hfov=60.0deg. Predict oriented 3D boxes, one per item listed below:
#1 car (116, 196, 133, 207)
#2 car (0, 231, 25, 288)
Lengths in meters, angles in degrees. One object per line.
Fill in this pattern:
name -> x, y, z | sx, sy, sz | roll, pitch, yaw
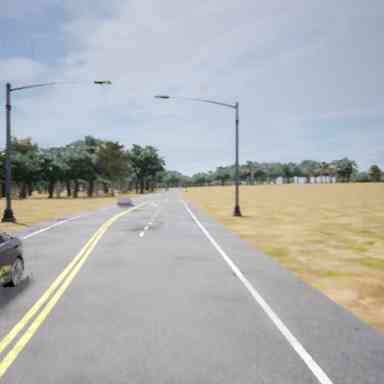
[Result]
car -> -9.687, 1.359, 48.004 | 1.812, 1.442, 4.674 | 0, 1, -3
car -> -4.820, 1.506, 6.411 | 2.128, 1.511, 4.902 | 0, 0, -9
